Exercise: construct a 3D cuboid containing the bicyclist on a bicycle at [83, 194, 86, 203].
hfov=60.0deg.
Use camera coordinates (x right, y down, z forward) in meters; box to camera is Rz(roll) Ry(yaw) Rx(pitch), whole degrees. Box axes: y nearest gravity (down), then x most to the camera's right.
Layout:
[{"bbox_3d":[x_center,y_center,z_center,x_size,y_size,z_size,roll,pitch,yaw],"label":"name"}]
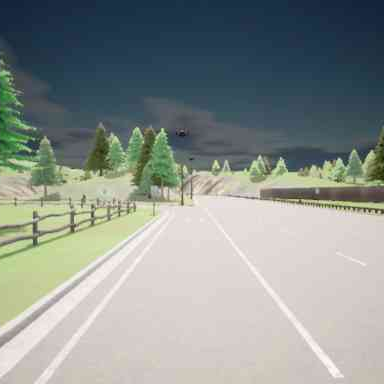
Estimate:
[{"bbox_3d":[-19.788,1.275,60.975,0.582,1.620,1.656,0,0,8],"label":"bicyclist on a bicycle"}]
